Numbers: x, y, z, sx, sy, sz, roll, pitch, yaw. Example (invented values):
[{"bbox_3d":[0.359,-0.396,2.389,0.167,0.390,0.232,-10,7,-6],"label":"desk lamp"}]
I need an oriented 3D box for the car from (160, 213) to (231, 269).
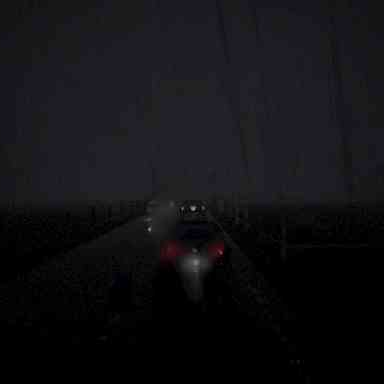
[{"bbox_3d":[0.094,1.584,10.993,1.895,1.301,4.718,0,0,0],"label":"car"}]

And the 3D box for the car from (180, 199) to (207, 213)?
[{"bbox_3d":[0.096,1.314,27.415,2.097,1.767,4.553,0,0,0],"label":"car"}]

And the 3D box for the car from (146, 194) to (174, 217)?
[{"bbox_3d":[-2.844,1.178,30.836,2.150,2.045,5.566,0,0,0],"label":"car"}]
